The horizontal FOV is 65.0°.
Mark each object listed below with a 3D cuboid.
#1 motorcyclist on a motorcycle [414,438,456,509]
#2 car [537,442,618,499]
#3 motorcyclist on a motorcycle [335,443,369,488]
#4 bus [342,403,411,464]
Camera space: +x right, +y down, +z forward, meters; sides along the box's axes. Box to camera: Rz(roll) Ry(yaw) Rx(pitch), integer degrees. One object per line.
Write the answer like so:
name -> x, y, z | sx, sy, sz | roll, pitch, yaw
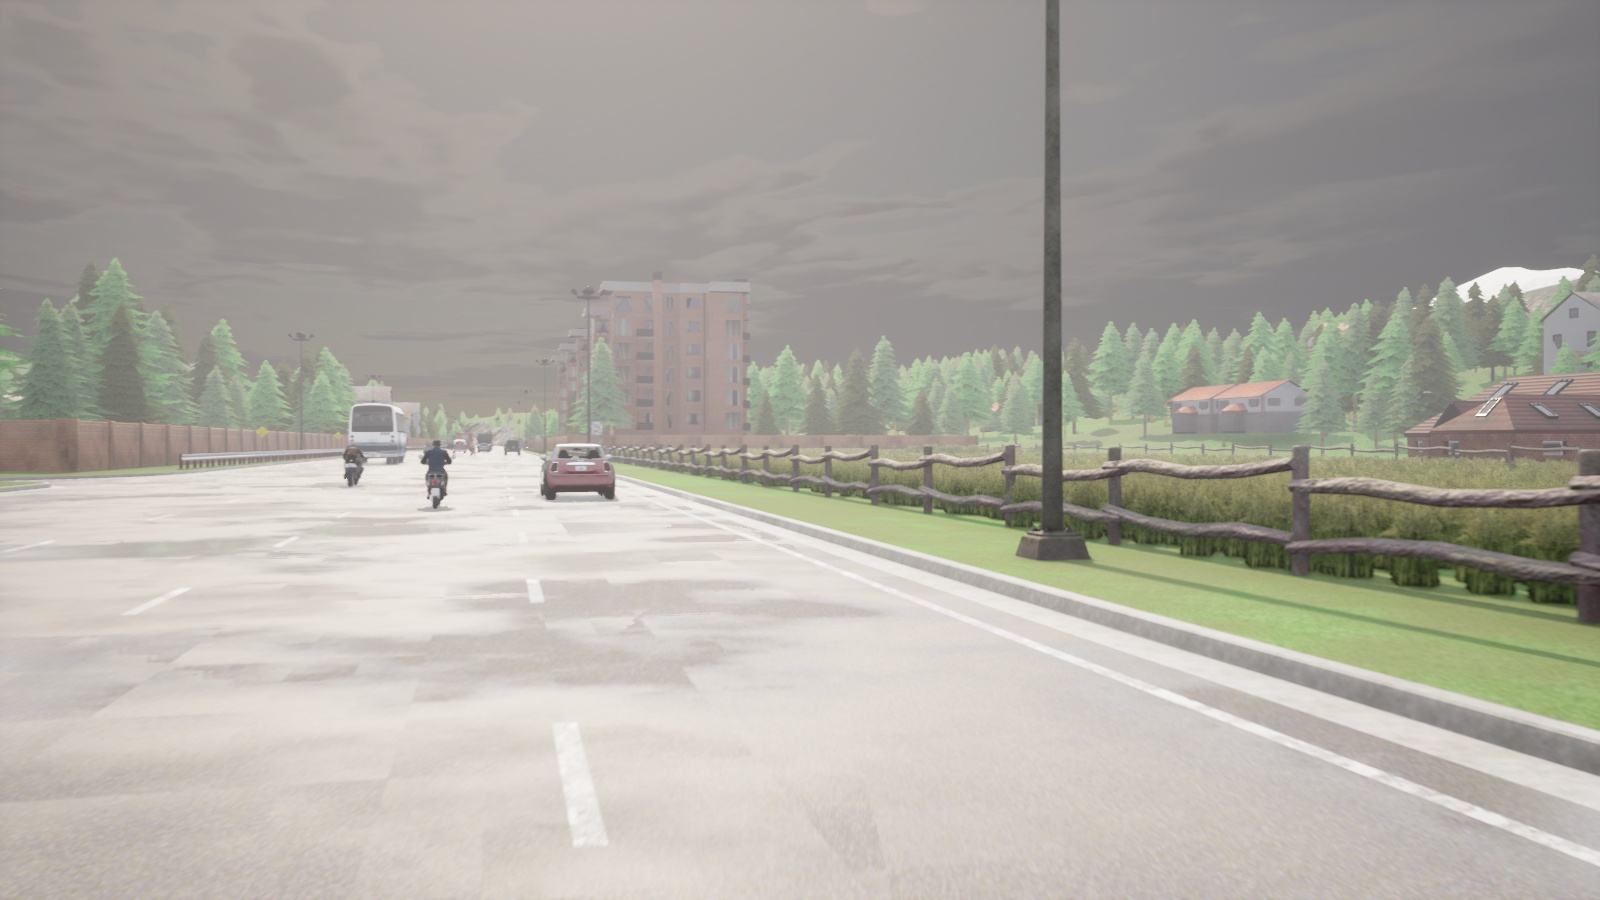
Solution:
motorcyclist on a motorcycle -> -8.472, 0.529, 29.194 | 0.866, 1.590, 1.817 | 0, 0, -14
car -> -6.193, 0.513, 34.644 | 1.970, 1.475, 3.806 | 0, 0, -14
motorcyclist on a motorcycle -> -15.637, 0.523, 43.873 | 0.866, 1.530, 2.191 | 0, 0, -14
bus -> -31.097, -1.175, 92.731 | 3.944, 4.253, 10.273 | 0, 0, -14
